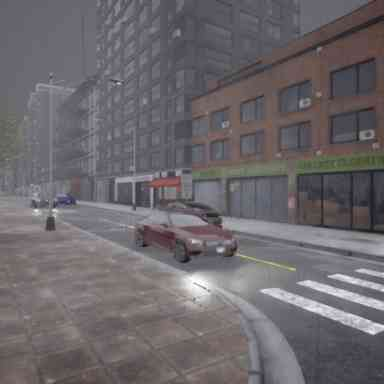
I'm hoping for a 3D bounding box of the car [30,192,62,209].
[{"bbox_3d":[-15.336,0.790,34.425,2.097,1.767,4.553,0,0,-33],"label":"car"}]

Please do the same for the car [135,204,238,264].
[{"bbox_3d":[-0.437,1.345,11.416,1.812,1.442,4.674,0,1,-33],"label":"car"}]

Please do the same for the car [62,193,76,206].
[{"bbox_3d":[-15.341,0.892,39.794,1.882,1.535,5.008,0,0,-33],"label":"car"}]

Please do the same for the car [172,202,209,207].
[{"bbox_3d":[-0.438,1.267,16.835,1.837,1.490,4.892,0,1,-33],"label":"car"}]
